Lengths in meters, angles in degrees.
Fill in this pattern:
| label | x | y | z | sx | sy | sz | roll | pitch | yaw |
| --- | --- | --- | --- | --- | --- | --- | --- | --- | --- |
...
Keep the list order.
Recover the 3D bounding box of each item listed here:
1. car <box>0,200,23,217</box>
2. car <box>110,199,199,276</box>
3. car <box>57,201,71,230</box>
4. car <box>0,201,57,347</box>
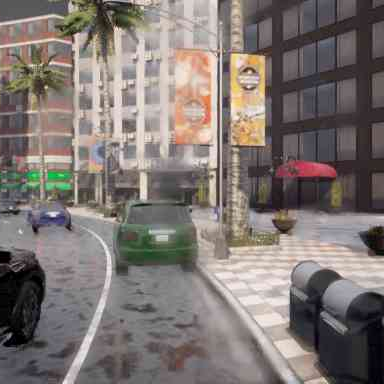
| label | x | y | z | sx | sy | sz | roll | pitch | yaw |
| --- | --- | --- | --- | --- | --- | --- | --- | --- | --- |
| car | -18.387 | 1.528 | 31.962 | 5.357 | 1.411 | 2.033 | 0 | 0 | 41 |
| car | -1.387 | 1.217 | 10.697 | 2.150 | 2.045 | 5.566 | 0 | 0 | -14 |
| car | -8.962 | 1.342 | 20.634 | 2.097 | 1.767 | 4.553 | 0 | 0 | -31 |
| car | -3.302 | 1.221 | 3.111 | 2.150 | 2.045 | 5.566 | 0 | 0 | -5 |
